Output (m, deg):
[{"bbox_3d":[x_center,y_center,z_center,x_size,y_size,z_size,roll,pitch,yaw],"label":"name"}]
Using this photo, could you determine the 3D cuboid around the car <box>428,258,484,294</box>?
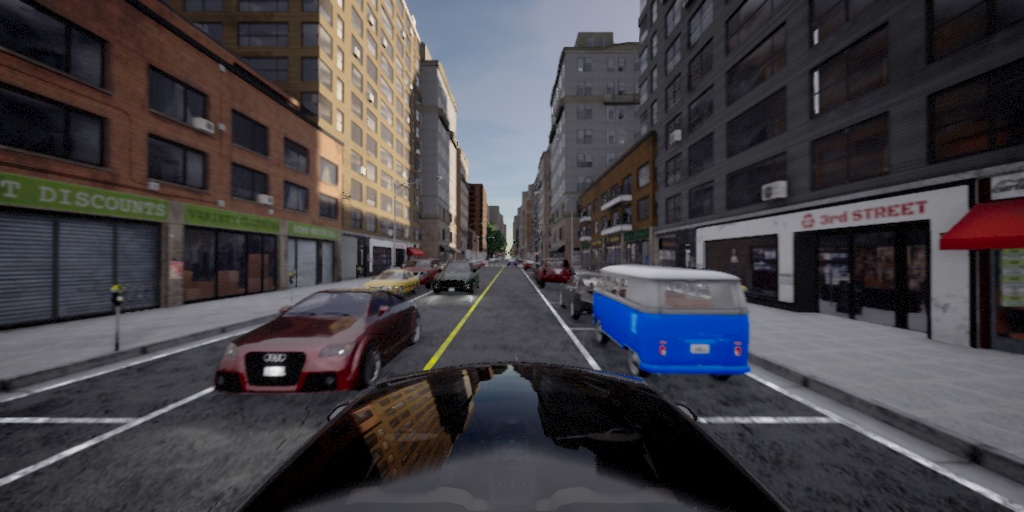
[{"bbox_3d":[-3.006,1.092,20.182,2.097,1.767,4.553,0,0,0],"label":"car"}]

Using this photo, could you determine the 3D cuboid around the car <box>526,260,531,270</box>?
[{"bbox_3d":[2.689,1.291,34.425,2.007,1.370,4.403,0,0,0],"label":"car"}]

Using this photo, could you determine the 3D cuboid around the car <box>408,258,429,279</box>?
[{"bbox_3d":[-5.845,1.055,23.430,2.192,1.841,5.009,0,0,0],"label":"car"}]

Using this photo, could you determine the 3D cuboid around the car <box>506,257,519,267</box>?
[{"bbox_3d":[0.032,1.288,65.384,1.812,1.442,4.674,0,0,0],"label":"car"}]

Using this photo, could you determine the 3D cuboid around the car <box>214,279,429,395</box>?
[{"bbox_3d":[-3.084,1.311,6.653,1.994,1.385,4.181,0,0,0],"label":"car"}]

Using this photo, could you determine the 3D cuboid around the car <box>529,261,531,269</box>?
[{"bbox_3d":[2.687,1.306,28.933,1.948,1.339,4.313,0,0,0],"label":"car"}]

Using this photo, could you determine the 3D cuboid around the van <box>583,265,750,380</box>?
[{"bbox_3d":[2.678,1.088,6.968,1.690,1.789,3.998,0,0,0],"label":"van"}]

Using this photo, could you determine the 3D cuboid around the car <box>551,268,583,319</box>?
[{"bbox_3d":[2.680,1.295,12.460,2.007,1.370,4.403,0,0,0],"label":"car"}]

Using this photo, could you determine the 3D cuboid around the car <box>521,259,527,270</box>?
[{"bbox_3d":[2.696,1.293,50.898,1.888,1.381,4.507,0,0,0],"label":"car"}]

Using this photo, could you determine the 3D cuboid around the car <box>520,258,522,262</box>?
[{"bbox_3d":[2.698,1.297,56.390,1.888,1.381,4.507,0,0,0],"label":"car"}]

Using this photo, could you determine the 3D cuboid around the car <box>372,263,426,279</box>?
[{"bbox_3d":[-5.848,1.267,17.767,1.751,1.417,4.829,0,0,0],"label":"car"}]

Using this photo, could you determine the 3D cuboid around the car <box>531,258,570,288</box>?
[{"bbox_3d":[2.685,1.055,23.442,2.192,1.841,5.009,0,0,0],"label":"car"}]

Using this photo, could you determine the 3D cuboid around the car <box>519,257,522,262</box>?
[{"bbox_3d":[2.700,1.307,61.881,2.007,1.370,4.403,0,0,0],"label":"car"}]
